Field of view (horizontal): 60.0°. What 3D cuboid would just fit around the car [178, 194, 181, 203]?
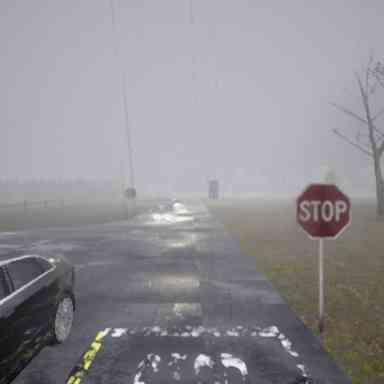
[{"bbox_3d":[-2.767,0.988,53.051,2.128,1.511,4.902,0,1,0],"label":"car"}]

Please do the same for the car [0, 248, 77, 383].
[{"bbox_3d":[-2.751,1.462,3.447,2.128,1.511,4.902,0,1,0],"label":"car"}]

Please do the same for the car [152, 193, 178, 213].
[{"bbox_3d":[-2.761,1.195,32.809,2.128,1.511,4.902,0,1,0],"label":"car"}]
